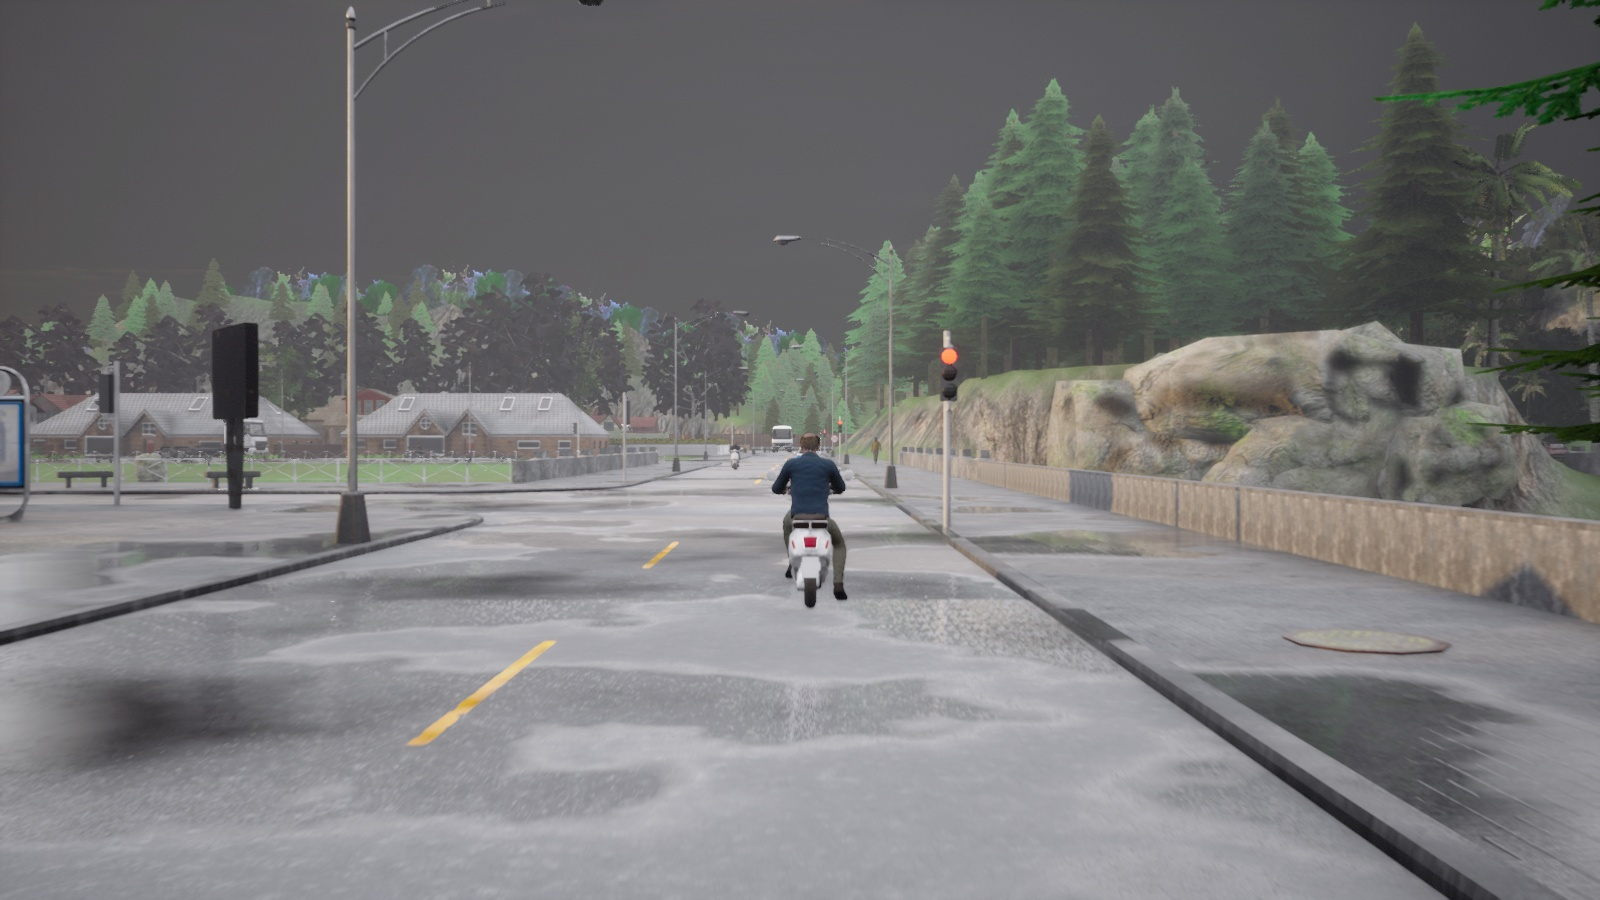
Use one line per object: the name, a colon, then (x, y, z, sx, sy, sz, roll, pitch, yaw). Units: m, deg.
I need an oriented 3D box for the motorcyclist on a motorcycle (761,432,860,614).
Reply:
motorcyclist on a motorcycle: (0.093, 0.633, 11.887, 0.866, 1.590, 1.817, 0, 0, 0)

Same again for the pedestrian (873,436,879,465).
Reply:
pedestrian: (4.764, 0.016, 78.878, 0.370, 1.835, 0.726, 0, 0, 1)
